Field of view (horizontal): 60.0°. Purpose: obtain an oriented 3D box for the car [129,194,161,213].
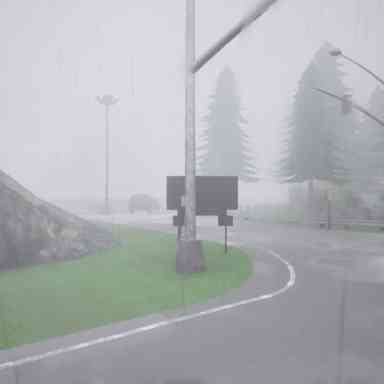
[{"bbox_3d":[-5.170,1.228,36.543,2.150,2.045,5.566,-2,0,8],"label":"car"}]
